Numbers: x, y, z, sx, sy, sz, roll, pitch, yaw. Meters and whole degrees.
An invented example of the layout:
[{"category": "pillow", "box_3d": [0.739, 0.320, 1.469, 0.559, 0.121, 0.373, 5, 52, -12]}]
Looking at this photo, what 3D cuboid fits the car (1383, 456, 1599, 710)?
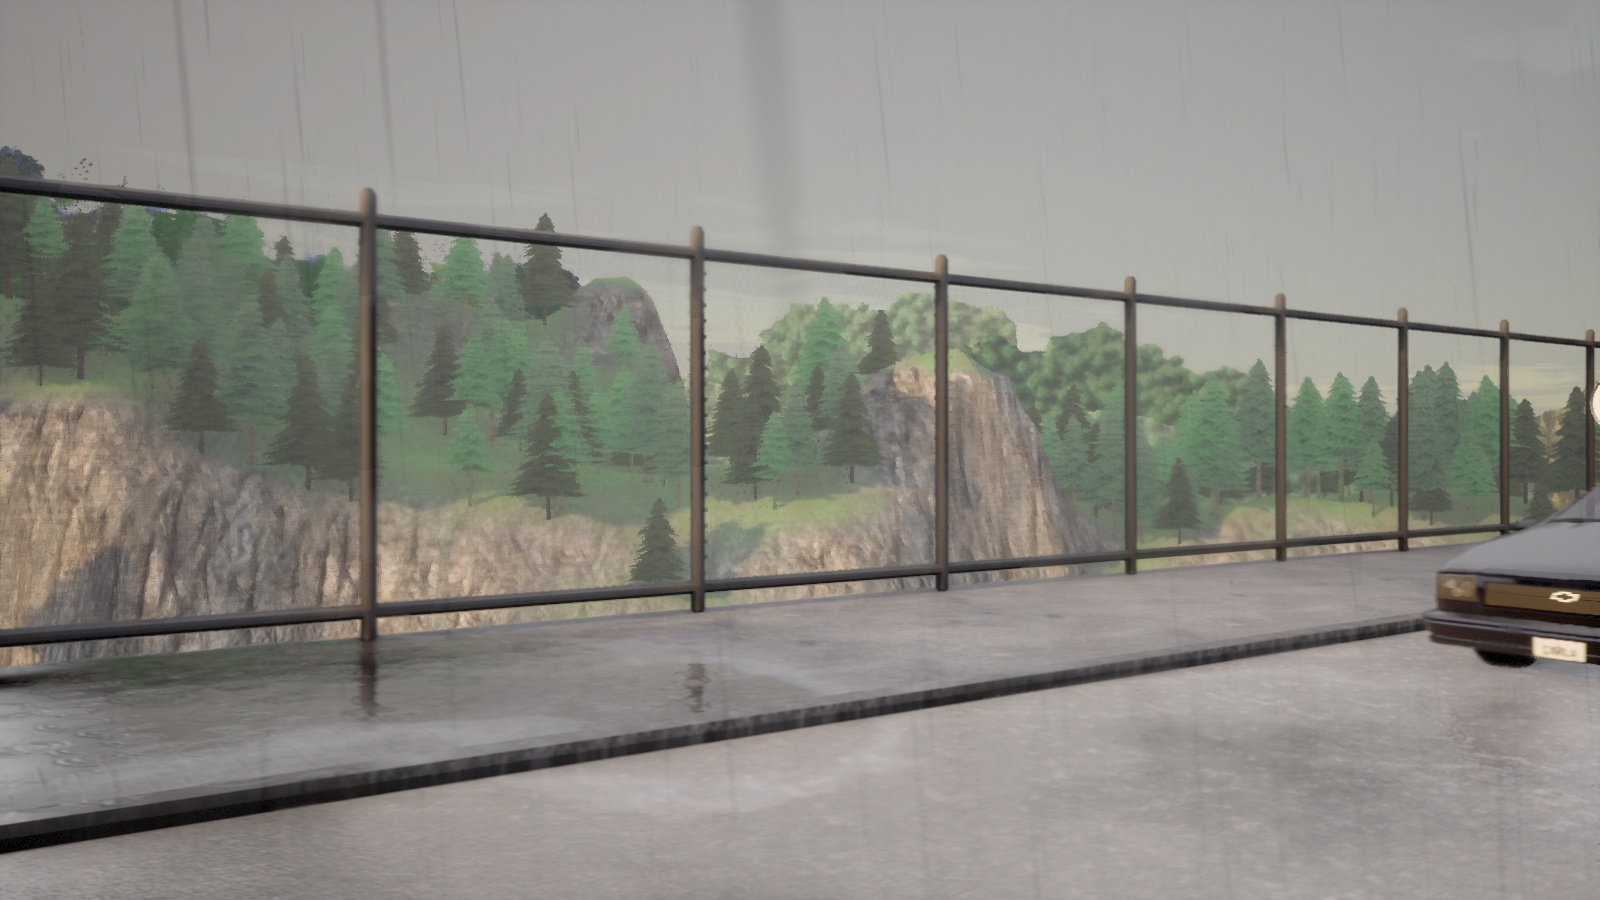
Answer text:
[{"category": "car", "box_3d": [6.564, 0.749, 8.837, 5.357, 1.411, 2.033, 0, 0, -35]}]
